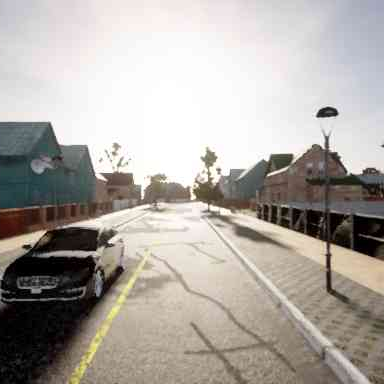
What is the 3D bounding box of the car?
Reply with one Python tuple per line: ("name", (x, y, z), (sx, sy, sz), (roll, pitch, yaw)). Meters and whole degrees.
("car", (-2.934, 1.585, 8.555), (1.837, 1.490, 4.892), (-1, 0, -2))
